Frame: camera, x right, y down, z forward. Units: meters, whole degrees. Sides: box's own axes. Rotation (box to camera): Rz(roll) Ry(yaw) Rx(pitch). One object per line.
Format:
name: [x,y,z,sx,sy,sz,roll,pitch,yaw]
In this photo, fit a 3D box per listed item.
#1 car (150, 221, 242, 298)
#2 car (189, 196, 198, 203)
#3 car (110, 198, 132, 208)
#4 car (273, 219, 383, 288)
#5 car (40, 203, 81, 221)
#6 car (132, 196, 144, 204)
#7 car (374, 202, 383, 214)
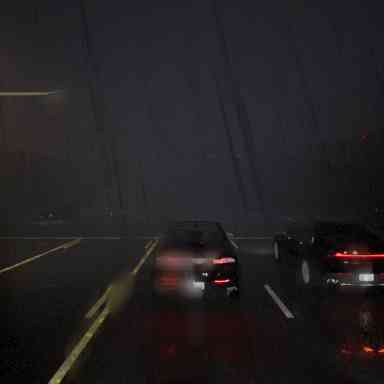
car: [0.095,1.491,8.476,2.128,1.511,4.902,0,0,0]
car: [0.255,1.491,66.855,2.128,1.511,4.902,0,0,0]
car: [-10.486,1.601,48.241,1.895,1.301,4.718,0,0,0]
car: [3.600,1.505,9.240,1.837,1.490,4.892,0,0,1]
car: [-10.539,1.564,26.823,1.994,1.385,4.181,0,0,0]
car: [-10.399,1.491,63.323,2.128,1.511,4.902,0,0,1]
car: [18.108,1.061,28.274,4.902,1.511,2.128,-5,0,0]
